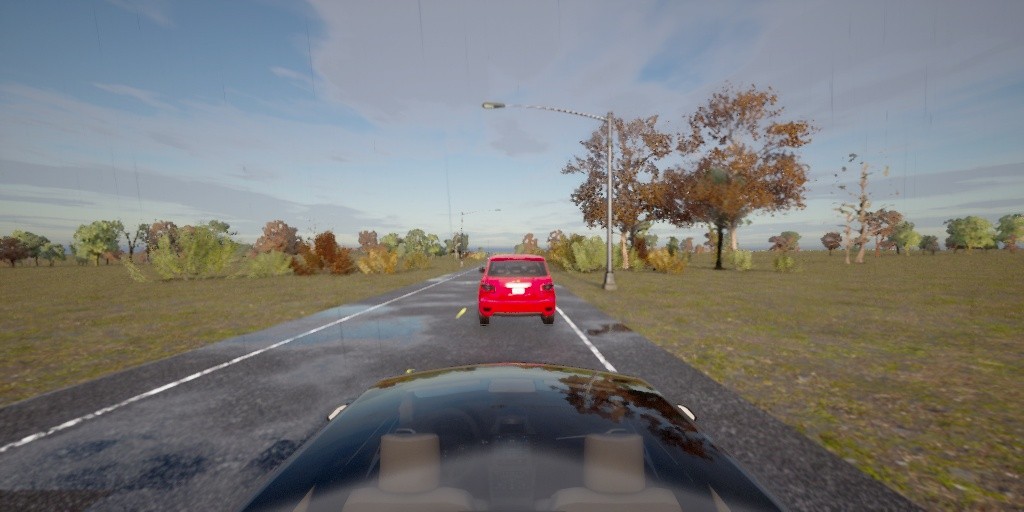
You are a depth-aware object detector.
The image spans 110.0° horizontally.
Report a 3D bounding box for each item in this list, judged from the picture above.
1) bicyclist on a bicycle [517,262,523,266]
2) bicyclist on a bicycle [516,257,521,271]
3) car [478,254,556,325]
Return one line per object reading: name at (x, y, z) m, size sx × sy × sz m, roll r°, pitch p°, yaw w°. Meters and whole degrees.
bicyclist on a bicycle at (0.870, 1.075, 38.643) m, size 0.659 × 1.776 × 1.843 m, roll 0°, pitch 0°, yaw 0°
bicyclist on a bicycle at (0.814, 1.064, 47.645) m, size 0.659 × 1.776 × 1.843 m, roll 0°, pitch 0°, yaw 0°
car at (0.074, 0.962, 11.878) m, size 2.150 × 2.045 × 5.566 m, roll 0°, pitch 0°, yaw -2°
